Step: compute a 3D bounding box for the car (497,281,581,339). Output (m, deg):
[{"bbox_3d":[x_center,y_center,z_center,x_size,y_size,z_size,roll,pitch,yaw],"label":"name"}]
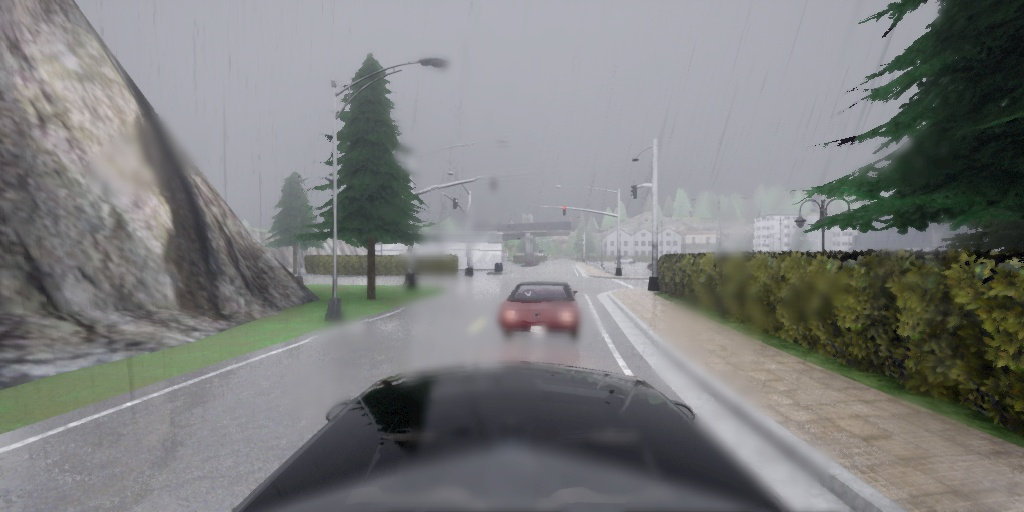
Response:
[{"bbox_3d":[0.912,1.351,10.109,1.895,1.301,4.718,0,0,8],"label":"car"}]
